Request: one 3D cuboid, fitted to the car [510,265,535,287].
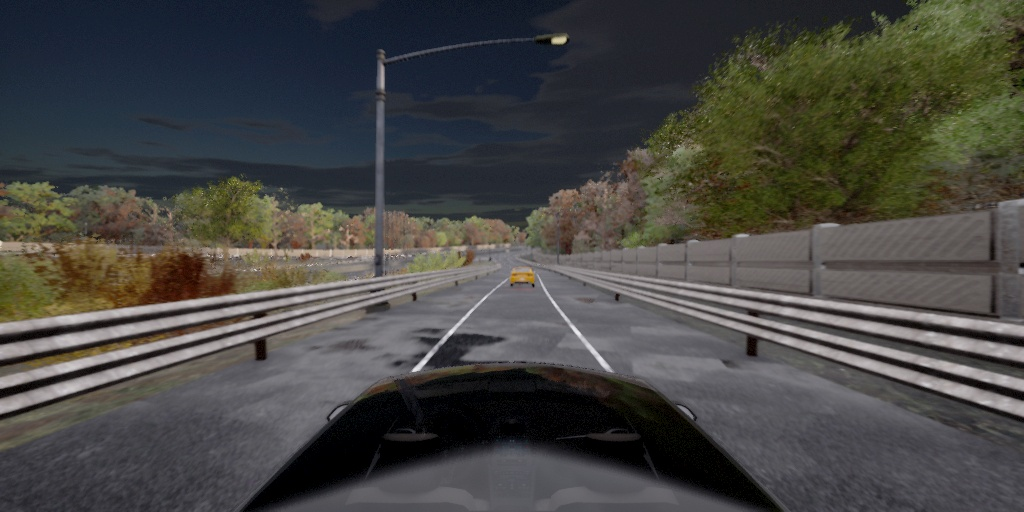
[{"bbox_3d":[0.875,1.622,29.262,1.882,1.535,5.008,0,-1,3],"label":"car"}]
